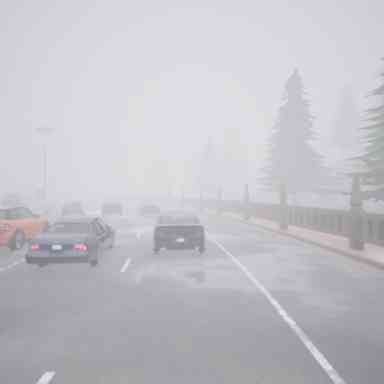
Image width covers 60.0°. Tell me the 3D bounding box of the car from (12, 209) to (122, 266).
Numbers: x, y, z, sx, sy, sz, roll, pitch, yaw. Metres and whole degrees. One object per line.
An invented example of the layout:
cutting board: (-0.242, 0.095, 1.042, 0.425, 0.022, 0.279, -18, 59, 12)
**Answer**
car: (-3.874, 1.548, 11.500, 2.033, 1.411, 5.357, 0, 0, -5)

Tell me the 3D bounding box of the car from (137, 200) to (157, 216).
car: (-4.249, 1.528, 32.523, 1.812, 1.442, 4.674, 0, 0, -15)

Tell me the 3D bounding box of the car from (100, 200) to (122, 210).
car: (-8.015, 1.480, 33.007, 1.882, 1.535, 5.008, 0, 0, -16)

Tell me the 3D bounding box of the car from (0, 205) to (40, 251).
car: (-7.715, 1.353, 14.074, 2.097, 1.767, 4.553, 0, 0, -6)

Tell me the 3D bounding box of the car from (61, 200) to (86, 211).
car: (-11.197, 1.494, 31.454, 2.128, 1.511, 4.902, 0, 0, -16)

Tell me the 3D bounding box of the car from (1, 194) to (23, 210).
car: (-23.264, 1.227, 43.232, 2.150, 2.045, 5.566, 0, 0, -25)

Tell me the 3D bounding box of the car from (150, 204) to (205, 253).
car: (-0.636, 1.479, 13.747, 1.882, 1.535, 5.008, 0, 0, -6)
